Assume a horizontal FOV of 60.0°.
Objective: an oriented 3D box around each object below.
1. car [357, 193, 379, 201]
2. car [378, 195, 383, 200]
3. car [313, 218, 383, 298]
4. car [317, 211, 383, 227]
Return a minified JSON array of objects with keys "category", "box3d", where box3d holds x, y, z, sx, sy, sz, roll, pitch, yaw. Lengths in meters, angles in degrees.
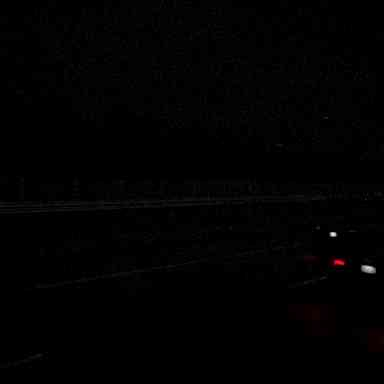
[{"category":"car","box3d":[25.783,0.974,48.139,4.892,1.490,1.837,-1,0,-35]},{"category":"car","box3d":[27.916,1.069,45.364,4.718,1.301,1.895,-1,0,-35]},{"category":"car","box3d":[5.329,1.456,7.613,5.357,1.411,2.033,-1,0,-35]},{"category":"car","box3d":[6.569,1.429,12.763,4.181,1.385,1.994,-1,0,-35]}]
